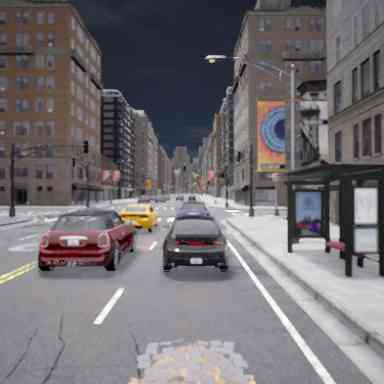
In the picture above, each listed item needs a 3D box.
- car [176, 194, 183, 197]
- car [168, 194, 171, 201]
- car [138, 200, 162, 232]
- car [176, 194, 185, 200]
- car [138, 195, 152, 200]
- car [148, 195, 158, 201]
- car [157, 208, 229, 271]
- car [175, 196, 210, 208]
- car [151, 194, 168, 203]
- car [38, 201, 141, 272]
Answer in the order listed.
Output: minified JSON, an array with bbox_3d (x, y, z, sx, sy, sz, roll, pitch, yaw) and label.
[{"bbox_3d":[-3.260,1.578,85.038,1.895,1.301,4.718,0,0,0],"label":"car"},{"bbox_3d":[-6.510,1.346,83.211,2.097,1.767,4.553,0,0,0],"label":"car"},{"bbox_3d":[-3.156,1.478,20.090,1.882,1.535,5.008,0,0,0],"label":"car"},{"bbox_3d":[-3.261,1.336,95.011,2.128,1.511,4.902,0,0,0],"label":"car"},{"bbox_3d":[-9.759,1.354,67.683,2.097,1.767,4.553,0,0,0],"label":"car"},{"bbox_3d":[-9.760,1.543,83.133,1.994,1.385,4.181,0,0,0],"label":"car"},{"bbox_3d":[0.092,1.505,10.872,1.837,1.490,4.892,0,0,0],"label":"car"},{"bbox_3d":[0.092,1.353,20.448,2.097,1.767,4.553,0,0,0],"label":"car"},{"bbox_3d":[-6.511,1.555,67.707,1.994,1.385,4.181,0,0,0],"label":"car"},{"bbox_3d":[-3.156,1.353,10.956,2.097,1.767,4.553,0,0,0],"label":"car"}]
